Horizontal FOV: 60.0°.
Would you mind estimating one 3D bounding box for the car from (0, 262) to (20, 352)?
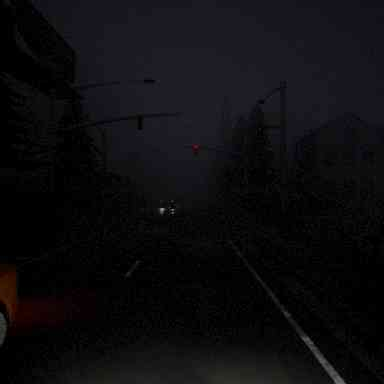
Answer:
[{"bbox_3d":[-3.590,1.483,3.069,1.882,1.535,5.008,0,0,0],"label":"car"}]

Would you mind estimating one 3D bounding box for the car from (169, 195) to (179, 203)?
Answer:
[{"bbox_3d":[-3.513,1.352,65.577,1.895,1.301,4.718,0,0,0],"label":"car"}]

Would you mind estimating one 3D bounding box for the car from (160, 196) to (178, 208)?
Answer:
[{"bbox_3d":[-3.584,1.430,49.753,2.097,1.767,4.553,0,0,0],"label":"car"}]
